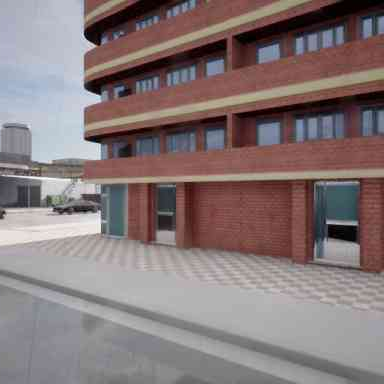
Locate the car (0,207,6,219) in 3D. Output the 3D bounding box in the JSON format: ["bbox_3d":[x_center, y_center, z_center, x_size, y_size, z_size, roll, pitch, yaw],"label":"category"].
[{"bbox_3d":[-17.232,1.564,26.561,1.994,1.385,4.181,0,0,34],"label":"car"}]

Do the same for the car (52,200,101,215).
[{"bbox_3d":[-11.704,1.547,34.608,2.033,1.411,5.357,0,0,34],"label":"car"}]
